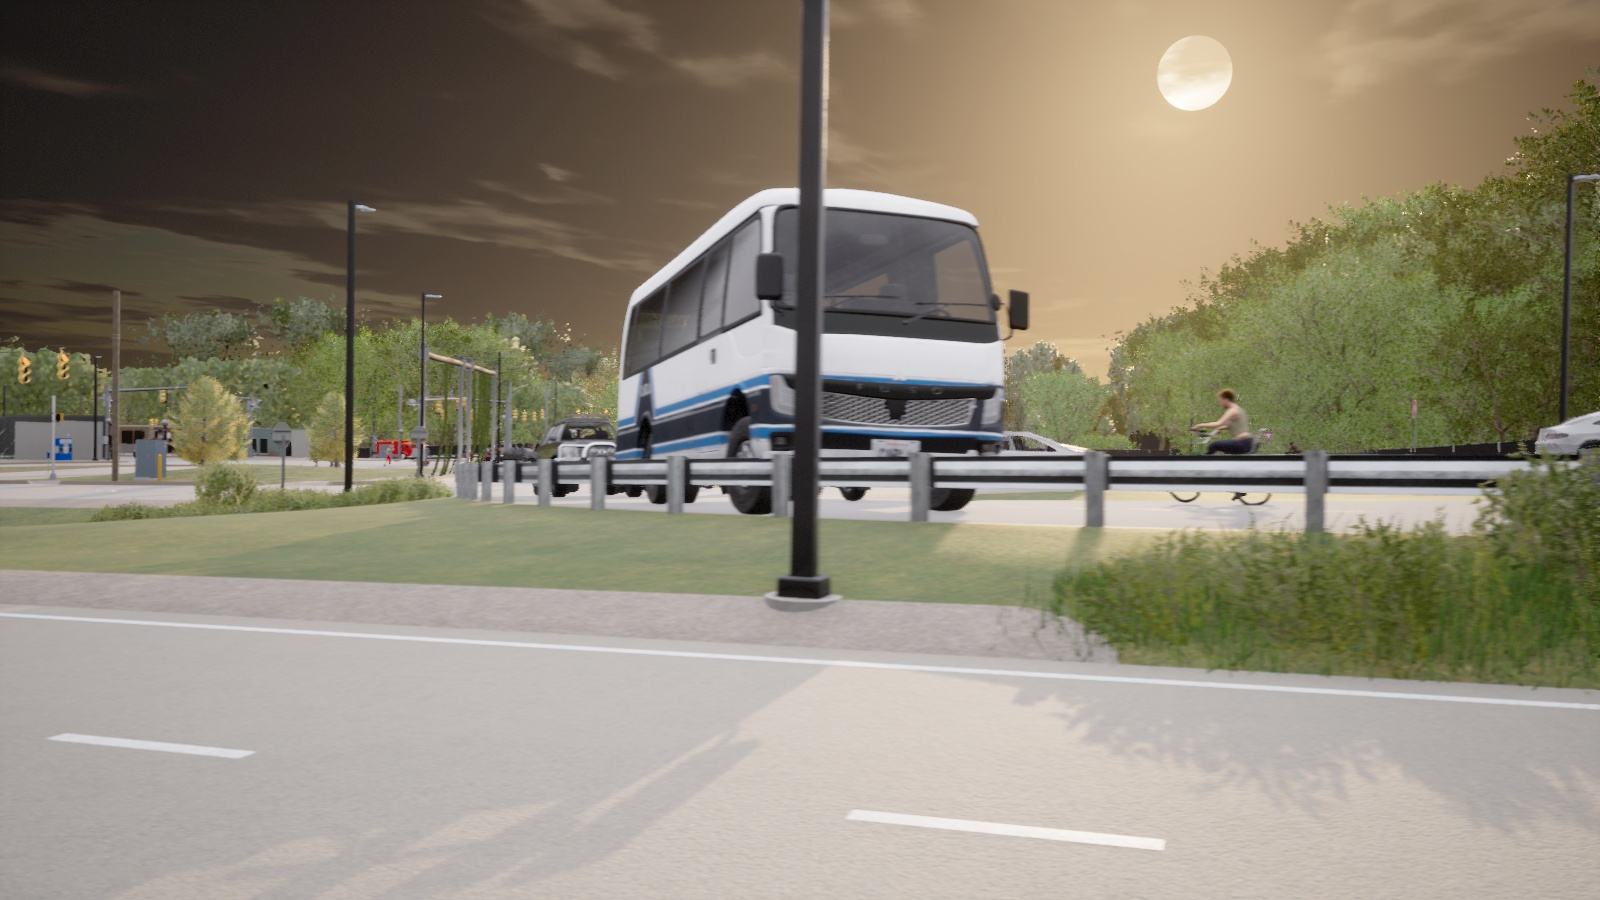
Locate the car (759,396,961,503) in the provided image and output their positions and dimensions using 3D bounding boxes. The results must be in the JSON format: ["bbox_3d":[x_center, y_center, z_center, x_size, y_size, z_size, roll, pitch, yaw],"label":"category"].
[{"bbox_3d":[1.024,0.053,24.301,1.932,1.855,4.605,1,-2,-26],"label":"car"}]

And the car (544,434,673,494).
[{"bbox_3d":[-6.300,0.453,41.208,3.866,1.878,1.905,-1,1,34],"label":"car"}]

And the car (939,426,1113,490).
[{"bbox_3d":[6.524,0.230,36.143,4.611,1.667,2.242,-2,0,19],"label":"car"}]

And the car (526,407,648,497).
[{"bbox_3d":[-4.924,0.110,28.516,1.932,1.855,4.605,1,-2,-19],"label":"car"}]

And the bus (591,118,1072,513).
[{"bbox_3d":[-0.307,-1.276,19.252,3.944,4.253,10.273,2,-3,-19],"label":"bus"}]

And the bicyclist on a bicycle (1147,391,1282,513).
[{"bbox_3d":[5.745,0.001,17.427,1.509,1.612,0.866,3,2,40],"label":"bicyclist on a bicycle"}]

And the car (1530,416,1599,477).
[{"bbox_3d":[20.942,-0.175,31.057,4.674,1.442,1.812,-3,0,19],"label":"car"}]
